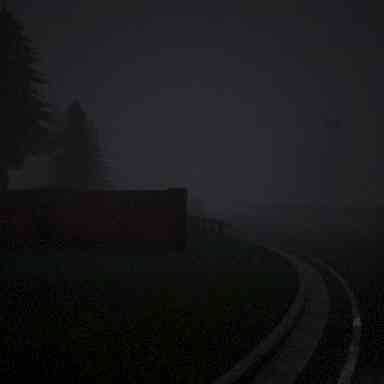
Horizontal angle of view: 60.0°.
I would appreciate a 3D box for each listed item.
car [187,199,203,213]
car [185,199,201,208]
[{"bbox_3d":[-0.039,2.151,51.506,2.150,2.045,5.566,0,-1,-16],"label":"car"},{"bbox_3d":[0.199,2.599,76.182,2.150,2.045,5.566,0,-1,-16],"label":"car"}]
